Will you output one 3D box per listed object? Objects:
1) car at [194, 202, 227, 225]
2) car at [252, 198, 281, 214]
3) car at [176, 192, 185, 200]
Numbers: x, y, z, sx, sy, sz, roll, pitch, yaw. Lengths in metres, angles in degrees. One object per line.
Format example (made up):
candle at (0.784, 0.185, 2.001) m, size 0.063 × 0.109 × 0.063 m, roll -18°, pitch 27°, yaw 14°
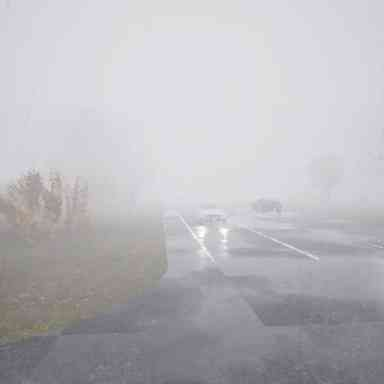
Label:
car at (1.229, 1.453, 23.805) m, size 1.812 × 1.442 × 4.674 m, roll 0°, pitch 0°, yaw -5°
car at (7.371, 1.369, 33.146) m, size 1.837 × 1.490 × 4.892 m, roll 0°, pitch 0°, yaw -5°
car at (-2.742, 1.259, 78.458) m, size 1.895 × 1.301 × 4.718 m, roll 0°, pitch 0°, yaw 2°
